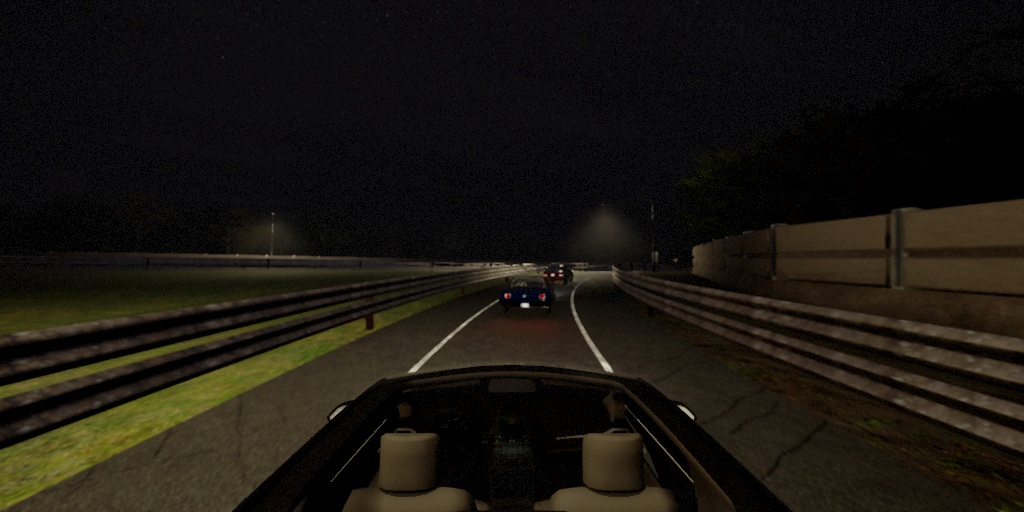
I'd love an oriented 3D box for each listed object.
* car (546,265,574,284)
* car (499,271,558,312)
[{"bbox_3d":[3.706,1.436,28.513,2.033,1.411,5.357,-1,0,17],"label":"car"},{"bbox_3d":[0.786,1.461,14.817,1.895,1.301,4.718,0,0,8],"label":"car"}]
